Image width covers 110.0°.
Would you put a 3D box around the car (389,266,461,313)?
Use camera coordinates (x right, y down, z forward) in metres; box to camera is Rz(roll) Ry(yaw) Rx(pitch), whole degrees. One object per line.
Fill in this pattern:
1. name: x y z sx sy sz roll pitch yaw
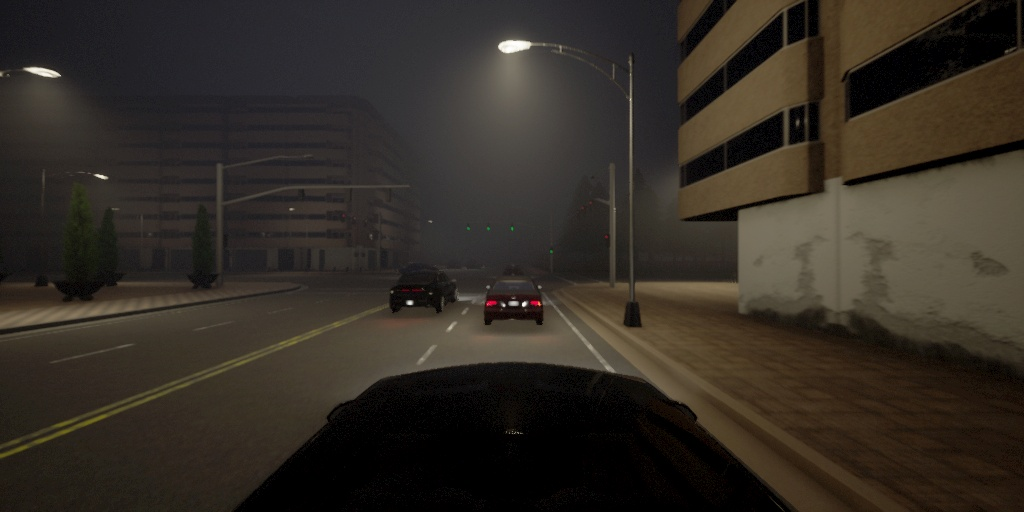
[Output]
1. car: -3.426 1.331 14.505 1.837 1.490 4.892 0 0 0

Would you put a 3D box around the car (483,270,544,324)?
1. car: 0.063 1.360 12.289 2.033 1.411 5.357 0 0 0

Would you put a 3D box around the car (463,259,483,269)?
1. car: -7.028 1.476 65.130 2.097 1.767 4.553 0 0 1

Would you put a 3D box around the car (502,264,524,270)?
1. car: 0.088 1.434 33.306 1.812 1.442 4.674 0 0 0

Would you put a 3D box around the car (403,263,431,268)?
1. car: -8.602 1.371 32.568 1.882 1.535 5.008 2 -1 -42
